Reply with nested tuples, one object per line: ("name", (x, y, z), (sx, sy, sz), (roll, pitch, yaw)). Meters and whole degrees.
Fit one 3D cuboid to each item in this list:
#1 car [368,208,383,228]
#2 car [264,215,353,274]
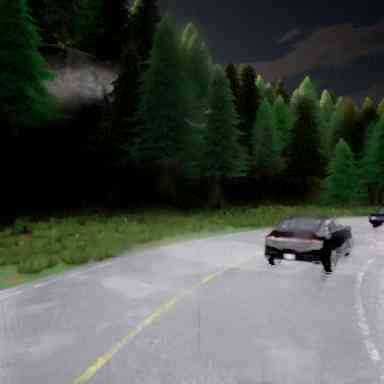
("car", (13.052, 1.608, 21.099), (4.718, 1.301, 1.895), (0, 0, -41))
("car", (3.927, 1.498, 10.812), (2.128, 1.511, 4.902), (0, 0, 34))
